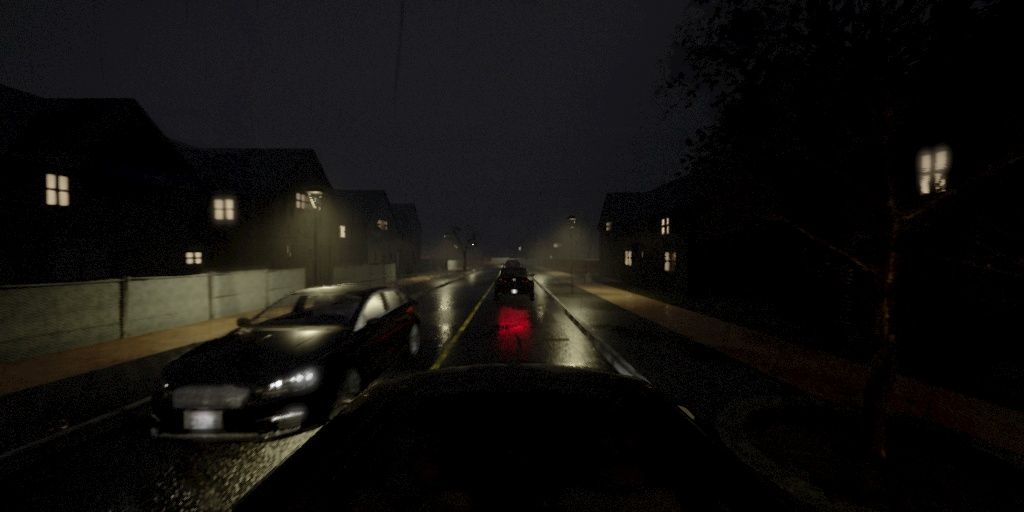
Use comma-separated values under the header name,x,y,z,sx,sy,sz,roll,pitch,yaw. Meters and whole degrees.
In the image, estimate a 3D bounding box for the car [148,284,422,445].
name,x,y,z,sx,sy,sz,roll,pitch,yaw
car,-2.829,1.247,5.747,2.128,1.511,4.902,0,0,0

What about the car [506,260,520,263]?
name,x,y,z,sx,sy,sz,roll,pitch,yaw
car,0.104,1.151,36.267,2.097,1.767,4.553,0,0,0

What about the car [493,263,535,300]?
name,x,y,z,sx,sy,sz,roll,pitch,yaw
car,0.102,1.278,17.903,1.837,1.490,4.892,0,0,0
